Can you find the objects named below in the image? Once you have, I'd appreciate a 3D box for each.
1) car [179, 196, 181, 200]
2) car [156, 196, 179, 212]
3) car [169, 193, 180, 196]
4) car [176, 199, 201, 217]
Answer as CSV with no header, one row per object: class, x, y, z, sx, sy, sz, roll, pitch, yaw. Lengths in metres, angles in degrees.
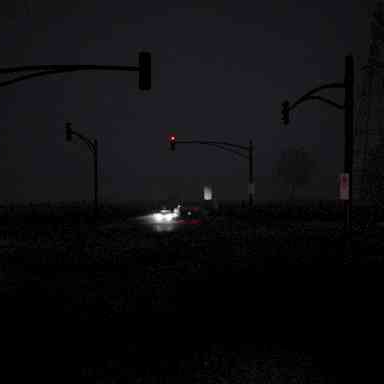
car,-3.023,1.596,47.506,1.895,1.301,4.718,0,0,0
car,-2.969,1.486,37.690,2.128,1.511,4.902,0,0,-1
car,-3.072,1.218,57.858,2.150,2.045,5.566,0,0,0
car,-0.085,1.594,31.673,1.895,1.301,4.718,0,0,4
